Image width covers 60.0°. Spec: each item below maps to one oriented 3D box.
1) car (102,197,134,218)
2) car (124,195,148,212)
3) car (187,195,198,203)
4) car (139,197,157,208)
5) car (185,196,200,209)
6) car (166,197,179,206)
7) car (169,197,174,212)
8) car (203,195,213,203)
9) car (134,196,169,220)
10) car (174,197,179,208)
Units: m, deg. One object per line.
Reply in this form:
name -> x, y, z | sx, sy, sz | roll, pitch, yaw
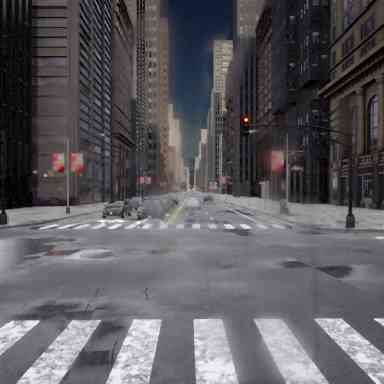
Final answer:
car -> -6.599, 1.487, 29.576 | 1.837, 1.490, 4.892 | 0, 0, 0
car -> -6.595, 1.325, 39.730 | 2.097, 1.767, 4.553 | 0, 0, 0
car -> 0.103, 1.467, 69.814 | 2.033, 1.411, 5.357 | 0, 0, 0
car -> -6.586, 1.509, 50.027 | 2.033, 1.411, 5.357 | 0, 0, 0
car -> 0.098, 1.493, 44.533 | 1.812, 1.442, 4.674 | 0, 0, 0
car -> -3.311, 1.551, 56.499 | 1.895, 1.301, 4.718 | 0, 0, 0
car -> -3.350, 1.502, 36.459 | 1.812, 1.442, 4.674 | 0, 0, 0
car -> 3.353, 1.424, 69.902 | 1.837, 1.490, 4.892 | 0, 0, 0
car -> -3.289, 1.336, 27.675 | 2.097, 1.767, 4.553 | 0, 0, -2
car -> -3.337, 1.530, 46.482 | 1.994, 1.385, 4.181 | 0, 0, 0
